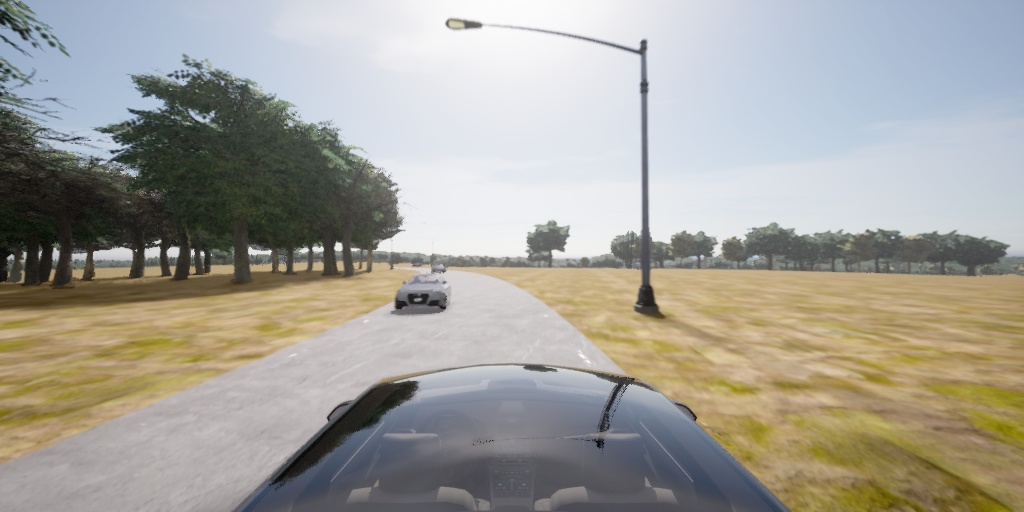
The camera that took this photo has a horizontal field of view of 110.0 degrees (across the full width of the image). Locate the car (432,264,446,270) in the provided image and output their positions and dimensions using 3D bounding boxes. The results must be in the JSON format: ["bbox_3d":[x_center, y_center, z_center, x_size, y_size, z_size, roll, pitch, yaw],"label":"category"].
[{"bbox_3d":[-11.413,1.964,55.819,1.994,1.385,4.181,0,-1,-17],"label":"car"}]

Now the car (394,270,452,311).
[{"bbox_3d":[-3.705,1.480,15.519,1.994,1.385,4.181,0,-1,-5],"label":"car"}]
